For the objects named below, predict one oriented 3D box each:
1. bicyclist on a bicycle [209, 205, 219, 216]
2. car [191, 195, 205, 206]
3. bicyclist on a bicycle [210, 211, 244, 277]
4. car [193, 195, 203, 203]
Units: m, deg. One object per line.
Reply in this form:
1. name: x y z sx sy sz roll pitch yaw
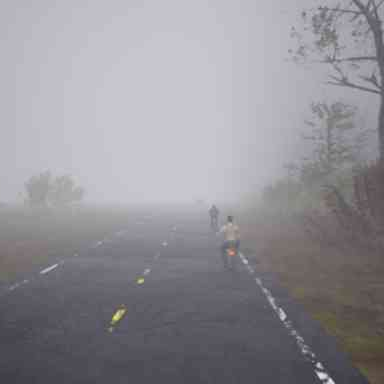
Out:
1. bicyclist on a bicycle: 1.169 1.492 17.438 0.582 1.620 1.656 -1 -1 1
2. car: 1.209 1.684 58.276 1.812 1.442 4.674 0 0 1
3. bicyclist on a bicycle: 1.060 1.453 9.310 0.866 1.612 1.509 -1 0 1
4. car: 1.395 1.557 73.722 2.097 1.767 4.553 0 0 1
